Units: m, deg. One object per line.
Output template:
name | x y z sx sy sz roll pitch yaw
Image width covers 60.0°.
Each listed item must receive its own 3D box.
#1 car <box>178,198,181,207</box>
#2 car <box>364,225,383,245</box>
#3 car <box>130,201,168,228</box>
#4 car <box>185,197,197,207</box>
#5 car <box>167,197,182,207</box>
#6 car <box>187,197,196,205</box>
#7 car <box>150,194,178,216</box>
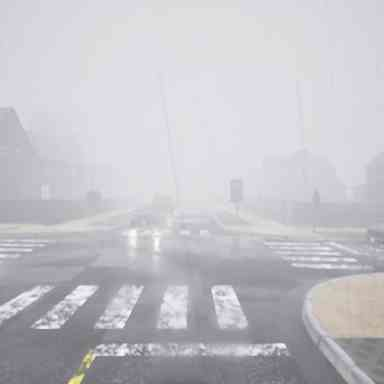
car | -2.926 1.449 44.181 2.097 1.767 4.553 0 0 0
car | 10.328 1.684 14.054 5.357 1.411 2.033 1 1 2
car | -2.896 1.541 22.280 1.812 1.442 4.674 0 0 0
car | -0.117 1.745 56.309 1.994 1.385 4.181 0 0 0
car | -2.907 1.671 56.094 2.128 1.511 4.902 0 0 0
car | -0.139 1.768 66.317 1.837 1.490 4.892 0 -1 0
car | -2.914 1.268 33.721 2.150 2.045 5.566 0 0 0
